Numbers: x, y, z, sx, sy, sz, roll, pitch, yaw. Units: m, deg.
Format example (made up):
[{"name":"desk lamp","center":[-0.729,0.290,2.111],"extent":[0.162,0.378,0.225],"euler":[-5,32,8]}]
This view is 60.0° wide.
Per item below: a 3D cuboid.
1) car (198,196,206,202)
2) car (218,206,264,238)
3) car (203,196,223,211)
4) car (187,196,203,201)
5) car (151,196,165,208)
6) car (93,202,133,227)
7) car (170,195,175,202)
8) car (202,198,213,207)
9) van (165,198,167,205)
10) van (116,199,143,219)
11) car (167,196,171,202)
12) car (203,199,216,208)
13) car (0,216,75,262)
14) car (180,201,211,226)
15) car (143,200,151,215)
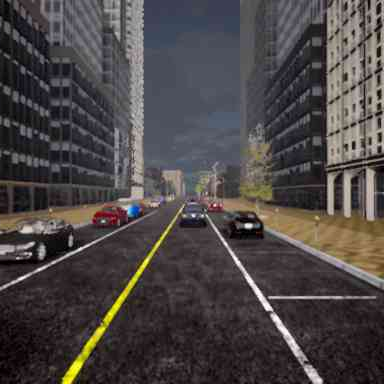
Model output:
[{"name":"car","center":[2.667,1.788,86.160],"extent":[1.967,1.590,4.097],"euler":[0,0,0]},{"name":"car","center":[2.688,1.645,17.858],"extent":[1.947,1.339,4.313],"euler":[0,0,0]},{"name":"car","center":[2.681,1.614,40.625],"extent":[1.967,1.590,4.097],"euler":[0,0,0]},{"name":"car","center":[0.090,1.609,41.971],"extent":[2.033,1.649,4.856],"euler":[0,0,0]},{"name":"car","center":[-5.703,1.659,52.021],"extent":[1.967,1.590,4.097],"euler":[0,0,0]},{"name":"car","center":[-5.695,1.648,23.560],"extent":[1.887,1.381,4.507],"euler":[0,0,0]},{"name":"car","center":[-5.714,1.873,86.003],"extent":[1.752,1.417,4.829],"euler":[0,0,0]},{"name":"car","center":[2.675,1.767,57.871],"extent":[1.752,1.417,4.829],"euler":[0,0,0]},{"name":"van","center":[-5.704,1.581,57.714],"extent":[1.690,1.788,3.998],"euler":[0,0,0]},{"name":"van","center":[-5.696,1.468,29.253],"extent":[1.690,1.788,3.998],"euler":[0,0,0]},{"name":"car","center":[-5.707,1.828,63.405],"extent":[1.947,1.339,4.313],"euler":[0,0,0]},{"name":"car","center":[2.677,1.801,52.009],"extent":[1.802,1.307,4.206],"euler":[0,0,0]},{"name":"car","center":[-5.691,1.605,12.176],"extent":[2.008,1.369,4.403],"euler":[0,0,0]},{"name":"car","center":[0.092,1.655,24.605],"extent":[2.033,1.411,5.357],"euler":[0,0,0]},{"name":"car","center":[-5.698,1.733,34.945],"extent":[1.802,1.307,4.206],"euler":[0,0,0]}]
